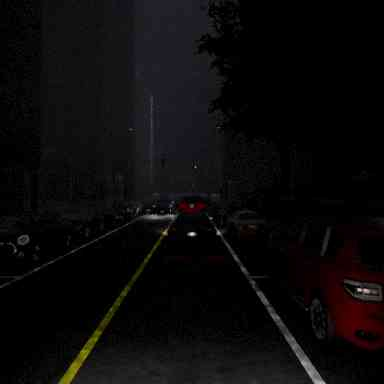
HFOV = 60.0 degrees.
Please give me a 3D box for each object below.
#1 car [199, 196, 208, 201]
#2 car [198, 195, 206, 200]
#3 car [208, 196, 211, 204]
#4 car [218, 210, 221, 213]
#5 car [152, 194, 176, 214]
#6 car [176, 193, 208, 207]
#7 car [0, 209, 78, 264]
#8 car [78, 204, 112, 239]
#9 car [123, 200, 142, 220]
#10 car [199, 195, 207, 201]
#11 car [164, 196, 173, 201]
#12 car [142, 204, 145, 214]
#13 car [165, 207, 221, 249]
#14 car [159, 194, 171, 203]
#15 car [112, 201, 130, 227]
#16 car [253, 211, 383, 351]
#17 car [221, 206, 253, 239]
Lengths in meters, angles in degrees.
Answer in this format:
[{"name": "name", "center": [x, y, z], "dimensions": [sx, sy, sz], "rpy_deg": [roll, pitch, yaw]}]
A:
[{"name": "car", "center": [2.762, 1.580, 81.727], "dimensions": [2.008, 1.369, 4.403], "rpy_deg": [0, 0, 0]}, {"name": "car", "center": [2.762, 1.582, 92.603], "dimensions": [1.887, 1.381, 4.507], "rpy_deg": [0, 0, 0]}, {"name": "car", "center": [2.762, 1.458, 65.415], "dimensions": [1.967, 1.590, 4.097], "rpy_deg": [0, 0, 0]}, {"name": "car", "center": [2.762, 1.567, 22.533], "dimensions": [1.947, 1.339, 4.313], "rpy_deg": [0, 0, 0]}, {"name": "car", "center": [-3.000, 1.410, 35.681], "dimensions": [2.097, 1.767, 4.553], "rpy_deg": [0, 0, 0]}, {"name": "car", "center": [0.000, 1.262, 29.680], "dimensions": [2.150, 2.045, 5.566], "rpy_deg": [0, 0, 0]}, {"name": "car", "center": [-5.763, 1.440, 11.617], "dimensions": [1.967, 1.590, 4.097], "rpy_deg": [0, 0, 0]}, {"name": "car", "center": [-5.763, 1.551, 17.074], "dimensions": [2.008, 1.369, 4.403], "rpy_deg": [0, 0, 0]}, {"name": "car", "center": [-5.763, 1.442, 27.988], "dimensions": [1.967, 1.590, 4.097], "rpy_deg": [0, 0, 0]}, {"name": "car", "center": [2.762, 1.578, 87.165], "dimensions": [1.887, 1.381, 4.507], "rpy_deg": [0, 0, 0]}, {"name": "car", "center": [-5.763, 1.611, 81.728], "dimensions": [1.802, 1.307, 4.206], "rpy_deg": [0, 0, 0]}, {"name": "car", "center": [-5.763, 1.529, 33.275], "dimensions": [1.752, 1.417, 4.829], "rpy_deg": [0, 0, 0]}, {"name": "car", "center": [0.000, 1.573, 14.650], "dimensions": [1.994, 1.385, 4.181], "rpy_deg": [0, 0, 0]}, {"name": "car", "center": [-5.763, 1.337, 70.853], "dimensions": [2.192, 1.841, 5.009], "rpy_deg": [0, 0, 0]}, {"name": "car", "center": [-5.763, 1.546, 22.531], "dimensions": [1.887, 1.381, 4.507], "rpy_deg": [0, 0, 0]}, {"name": "car", "center": [2.762, 1.314, 6.163], "dimensions": [2.192, 1.841, 5.009], "rpy_deg": [0, 0, 0]}, {"name": "car", "center": [2.762, 1.526, 17.246], "dimensions": [1.752, 1.417, 4.829], "rpy_deg": [0, 0, 0]}]
